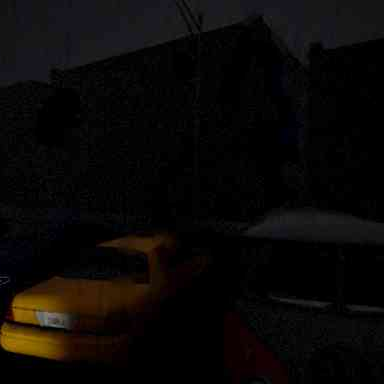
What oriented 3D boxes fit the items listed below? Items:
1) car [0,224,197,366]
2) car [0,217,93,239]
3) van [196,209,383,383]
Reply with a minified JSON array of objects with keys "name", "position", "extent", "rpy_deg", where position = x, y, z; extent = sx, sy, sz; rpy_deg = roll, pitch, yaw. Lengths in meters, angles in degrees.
[{"name":"car","position":[-0.867,1.454,6.228],"extent":[1.946,1.575,5.366],"rpy_deg":[0,-1,15]},{"name":"car","position":[-3.368,1.434,7.789],"extent":[2.097,1.535,5.008],"rpy_deg":[1,0,15]},{"name":"van","position":[1.525,1.248,4.194],"extent":[1.878,1.987,4.442],"rpy_deg":[1,0,15]}]
